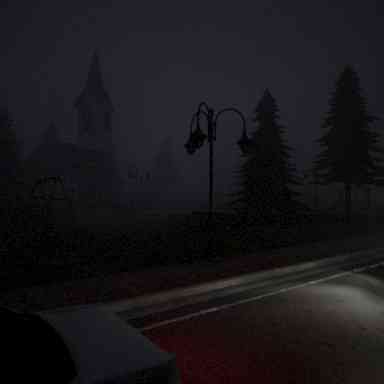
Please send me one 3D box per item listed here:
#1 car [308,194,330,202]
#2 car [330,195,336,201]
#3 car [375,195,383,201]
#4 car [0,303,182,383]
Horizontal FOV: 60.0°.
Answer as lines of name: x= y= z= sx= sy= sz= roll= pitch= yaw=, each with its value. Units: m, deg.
car: x=27.316 y=1.353 z=73.450 sx=2.007 sy=1.523 sz=4.514 roll=0 pitch=0 yaw=-36
car: x=29.814 y=1.344 z=75.349 sx=2.152 sy=1.636 sz=5.027 roll=0 pitch=0 yaw=-36
car: x=43.904 y=1.333 z=76.173 sx=1.845 sy=1.501 sz=3.633 roll=0 pitch=0 yaw=-36
car: x=-2.494 y=1.601 z=2.179 sx=4.718 sy=1.301 sz=1.895 roll=0 pitch=0 yaw=-36
